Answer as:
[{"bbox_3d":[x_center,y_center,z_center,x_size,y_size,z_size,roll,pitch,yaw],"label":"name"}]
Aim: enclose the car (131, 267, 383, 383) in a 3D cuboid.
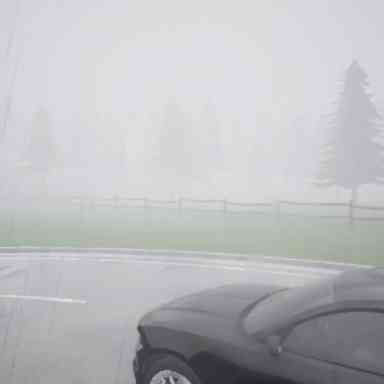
[{"bbox_3d":[1.675,1.411,2.738,5.008,1.535,1.882,0,1,35],"label":"car"}]
